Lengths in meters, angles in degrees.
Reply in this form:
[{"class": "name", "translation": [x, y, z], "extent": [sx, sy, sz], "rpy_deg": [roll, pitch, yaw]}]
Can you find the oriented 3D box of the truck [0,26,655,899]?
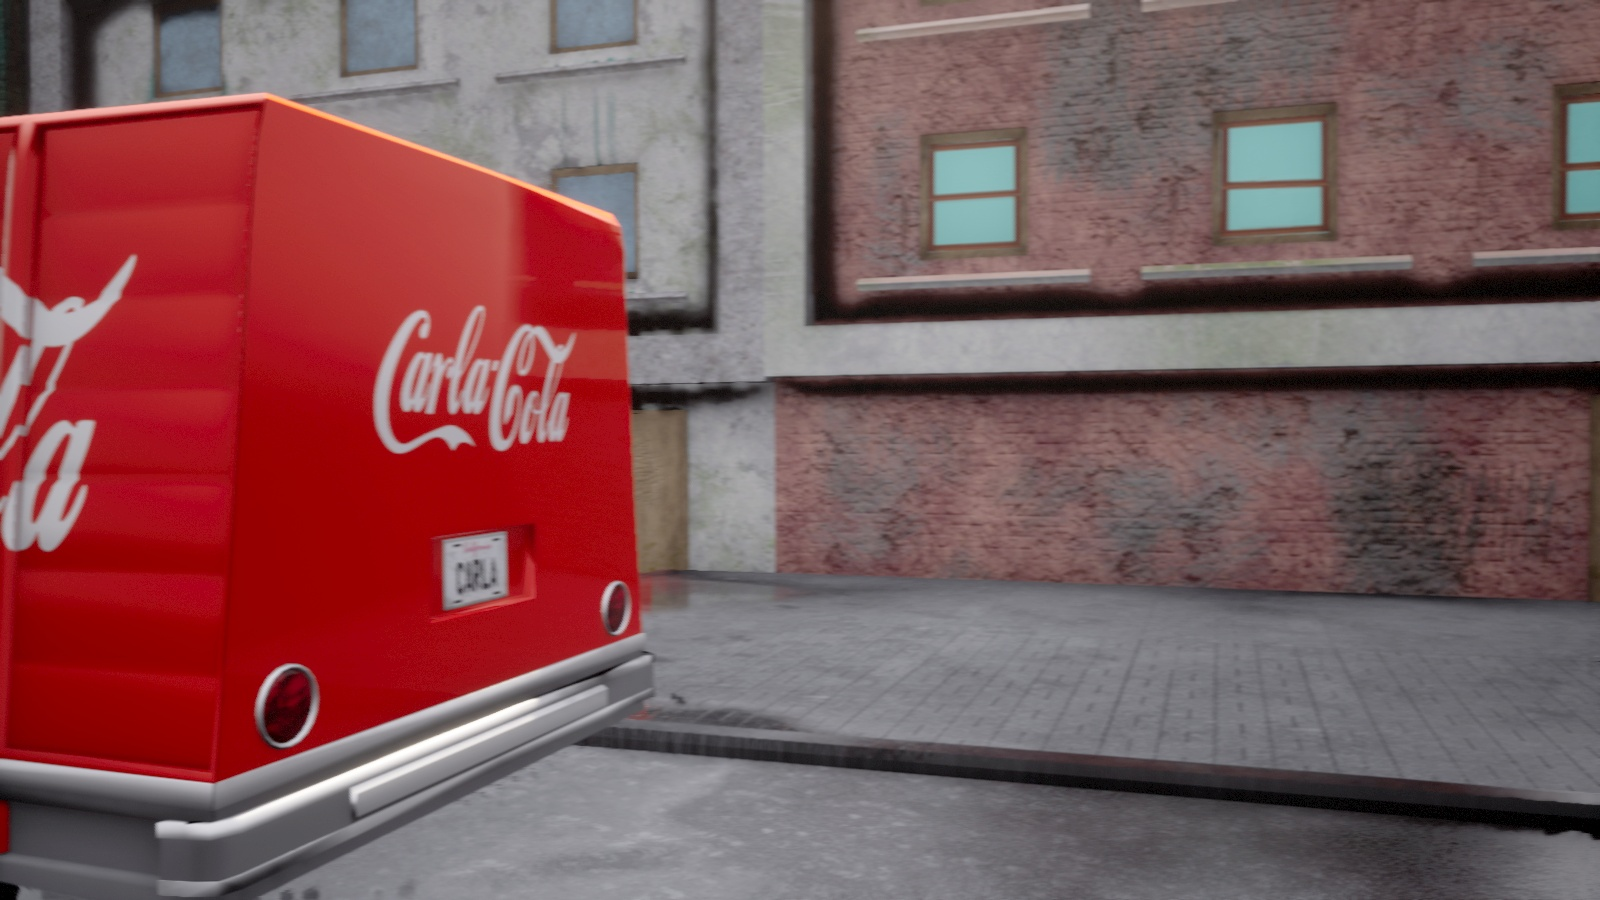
[{"class": "truck", "translation": [-3.501, 0.248, 4.891], "extent": [5.204, 2.467, 2.627], "rpy_deg": [1, 1, 19]}]
